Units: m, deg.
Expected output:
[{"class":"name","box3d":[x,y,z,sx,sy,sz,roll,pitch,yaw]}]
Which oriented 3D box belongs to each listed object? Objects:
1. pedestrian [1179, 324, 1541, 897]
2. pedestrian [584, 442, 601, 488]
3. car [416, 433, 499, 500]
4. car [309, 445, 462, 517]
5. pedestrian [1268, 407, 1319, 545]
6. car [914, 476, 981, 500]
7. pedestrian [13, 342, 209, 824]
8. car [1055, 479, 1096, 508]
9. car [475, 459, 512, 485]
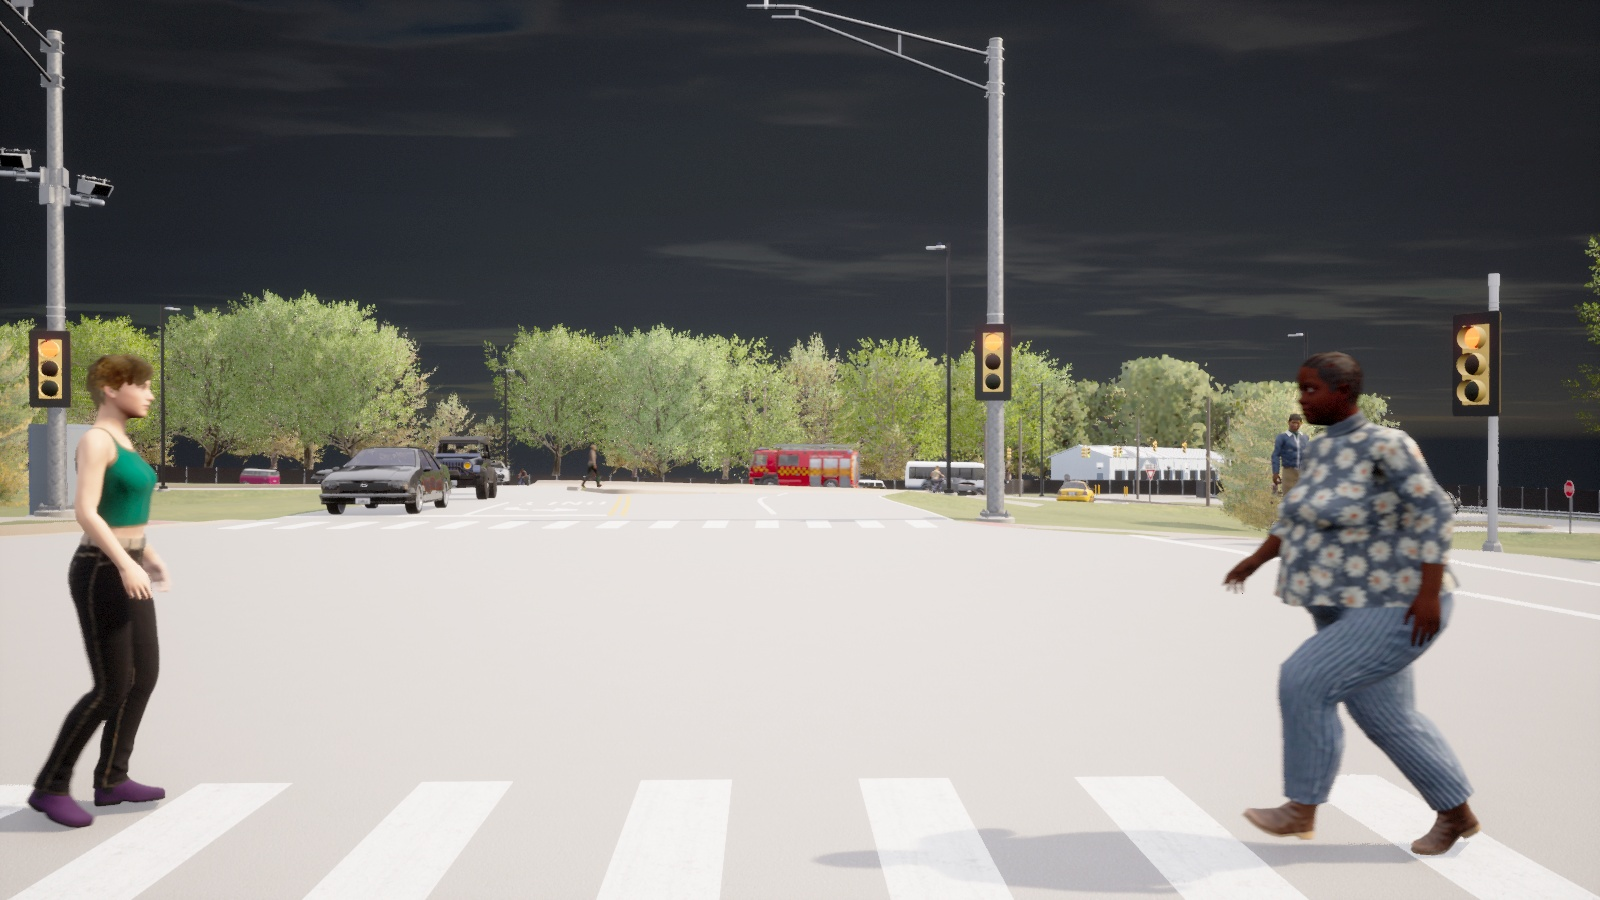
[{"class":"pedestrian","box3d":[1.944,0.517,4.503,0.900,1.855,0.874,0,1,0]},{"class":"pedestrian","box3d":[-8.484,0.615,51.392,0.634,1.846,0.331,0,1,-27]},{"class":"car","box3d":[-10.076,0.493,37.225,1.905,1.878,3.866,0,-1,-8]},{"class":"car","box3d":[-8.879,0.613,27.407,2.033,1.411,5.357,0,0,-6]},{"class":"pedestrian","box3d":[7.141,0.368,18.201,0.423,1.949,0.788,0,1,0]},{"class":"car","box3d":[10.326,2.643,88.005,2.128,1.511,4.902,5,-3,-29]},{"class":"pedestrian","box3d":[-2.724,0.508,4.998,0.594,1.836,0.345,0,1,-9]},{"class":"car","box3d":[15.571,2.435,70.845,1.801,1.575,5.366,0,-2,17]},{"class":"car","box3d":[-18.092,1.317,73.978,1.970,1.475,3.806,0,-2,-16]}]
